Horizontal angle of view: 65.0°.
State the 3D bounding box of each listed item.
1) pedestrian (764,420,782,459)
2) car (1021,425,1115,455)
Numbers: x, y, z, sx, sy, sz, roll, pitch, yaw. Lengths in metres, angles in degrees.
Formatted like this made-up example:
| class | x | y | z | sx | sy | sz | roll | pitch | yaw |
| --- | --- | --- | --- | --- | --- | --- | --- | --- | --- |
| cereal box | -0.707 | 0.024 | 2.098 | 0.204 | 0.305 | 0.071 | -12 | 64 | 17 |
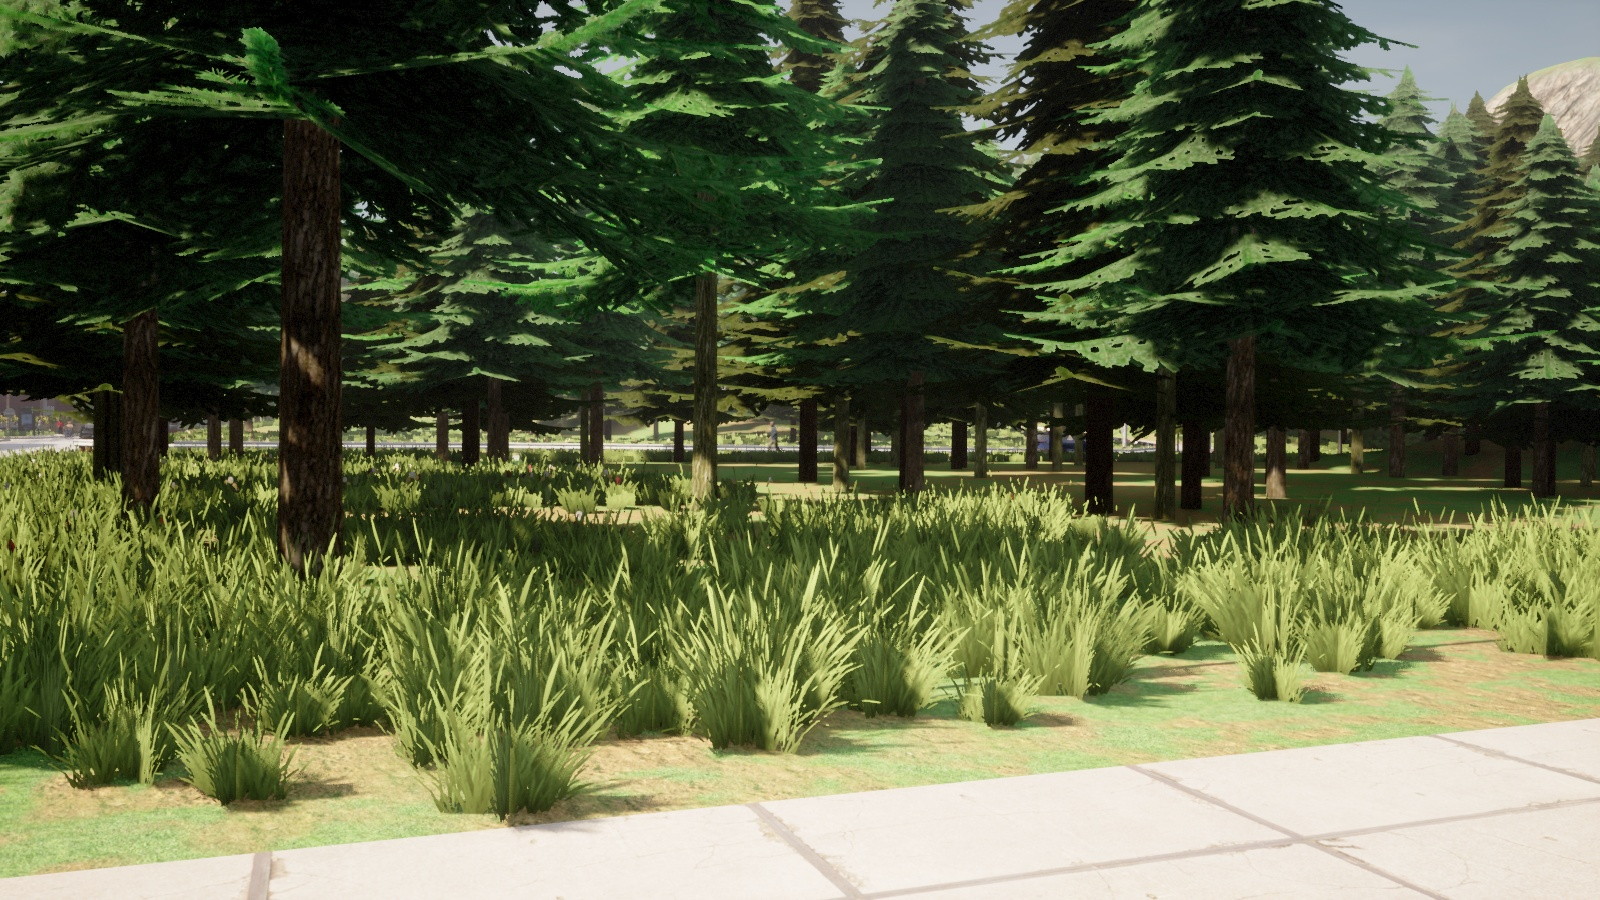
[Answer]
| class | x | y | z | sx | sy | sz | roll | pitch | yaw |
| --- | --- | --- | --- | --- | --- | --- | --- | --- | --- |
| pedestrian | -1.293 | -0.487 | 59.549 | 0.726 | 1.842 | 0.402 | -1 | 1 | -22 |
| car | 15.093 | -0.577 | 70.702 | 4.856 | 1.649 | 2.033 | -1 | 1 | -22 |
